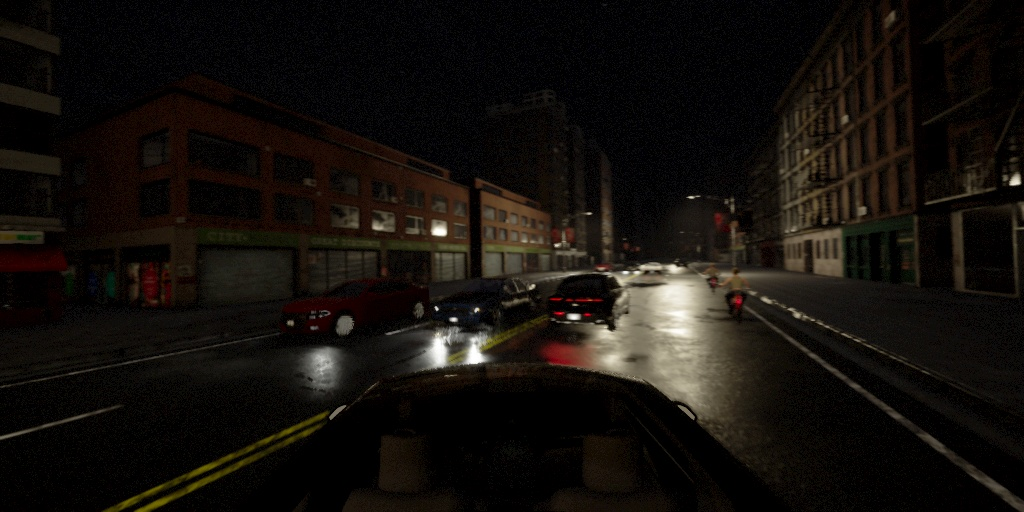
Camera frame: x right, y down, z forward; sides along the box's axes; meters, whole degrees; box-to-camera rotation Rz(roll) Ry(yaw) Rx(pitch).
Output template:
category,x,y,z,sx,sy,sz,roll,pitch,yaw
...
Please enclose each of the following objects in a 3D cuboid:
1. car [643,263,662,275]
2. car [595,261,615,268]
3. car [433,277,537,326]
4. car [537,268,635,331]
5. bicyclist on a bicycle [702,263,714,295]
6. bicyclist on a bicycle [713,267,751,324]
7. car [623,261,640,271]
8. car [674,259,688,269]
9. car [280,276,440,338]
category,x,y,z,sx,sy,sz,roll,pitch,yaw
car,16.371,1.450,41.587,1.895,1.301,4.718,-2,-1,25
car,12.782,1.561,49.823,1.812,1.442,4.674,-2,-1,25
car,-0.590,1.453,12.756,2.033,1.411,5.357,-2,-1,24
car,2.592,1.317,11.419,1.837,1.490,4.892,-2,-1,25
bicyclist on a bicycle,10.150,1.152,18.166,0.866,1.612,1.509,-2,-1,24
bicyclist on a bicycle,6.650,1.142,10.667,0.866,1.612,1.509,-2,-1,25
car,17.482,1.457,52.262,1.837,1.490,4.892,-2,-1,25
car,26.746,1.283,56.554,1.837,1.490,4.892,-2,0,25
car,-4.706,1.467,11.566,1.882,1.535,5.008,-2,-1,25
